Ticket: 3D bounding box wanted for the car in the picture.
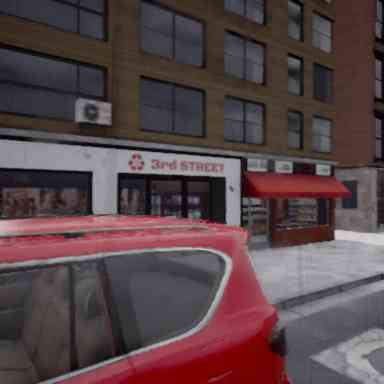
[{"bbox_3d":[-1.848,1.211,1.752,5.566,2.045,2.150,1,0,-35],"label":"car"}]
